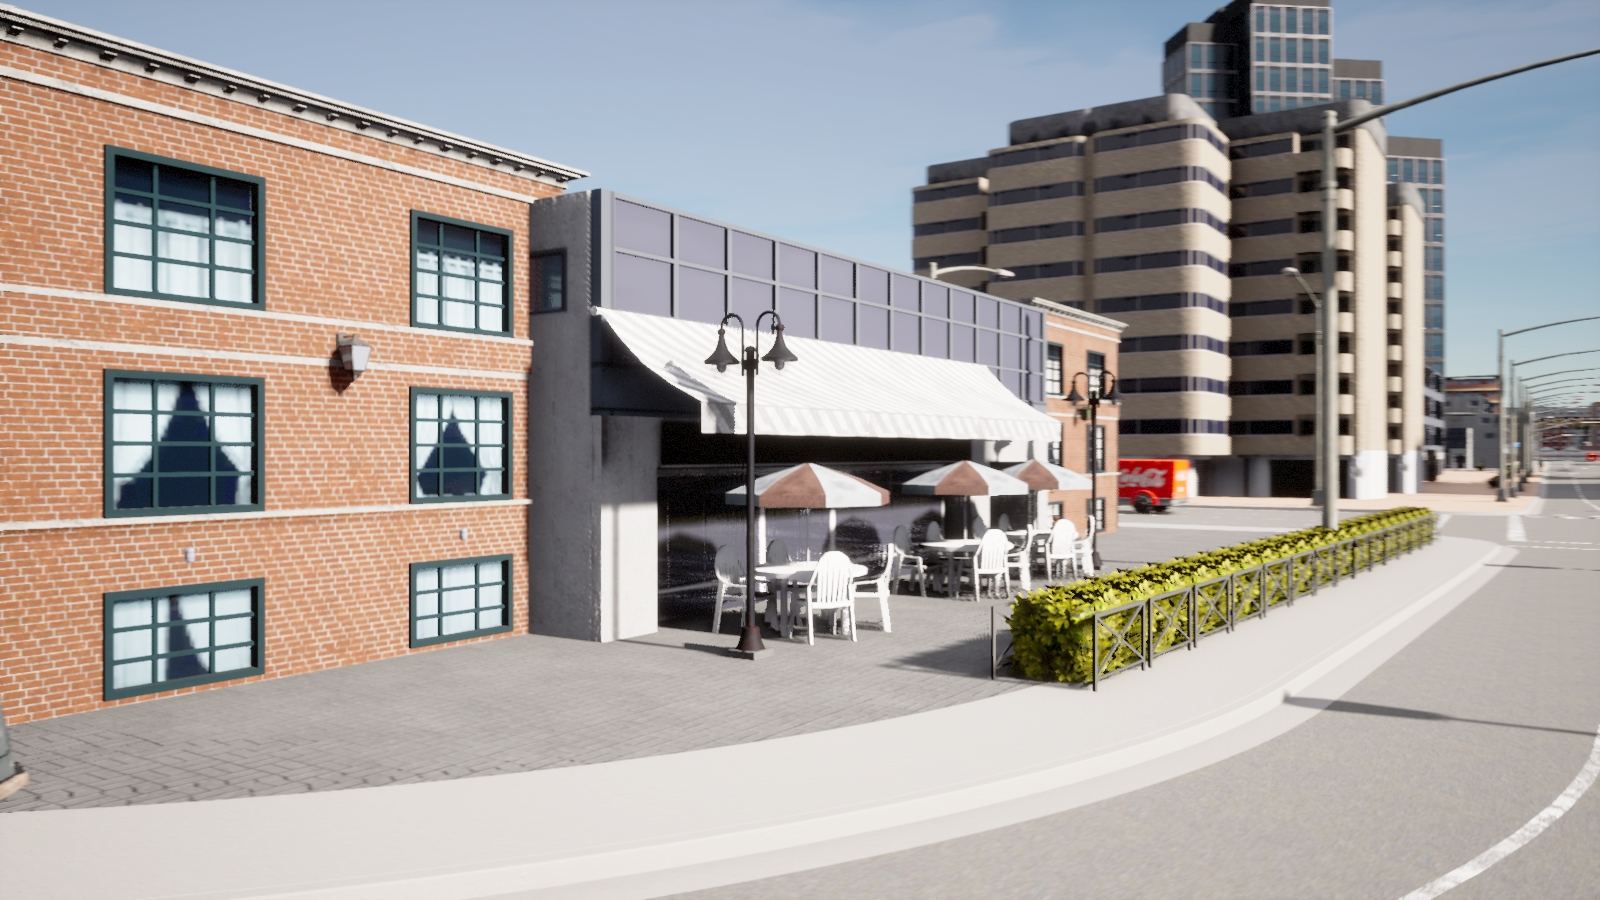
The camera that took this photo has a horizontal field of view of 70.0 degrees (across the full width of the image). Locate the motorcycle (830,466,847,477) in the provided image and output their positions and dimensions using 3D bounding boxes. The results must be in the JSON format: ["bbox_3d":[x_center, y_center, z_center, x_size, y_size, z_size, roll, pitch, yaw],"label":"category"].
[{"bbox_3d":[4.350,2.397,128.623,0.764,1.277,2.356,0,0,35],"label":"motorcycle"}]

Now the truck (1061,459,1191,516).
[{"bbox_3d":[15.005,1.653,52.664,5.204,2.467,2.627,0,0,35],"label":"truck"}]
